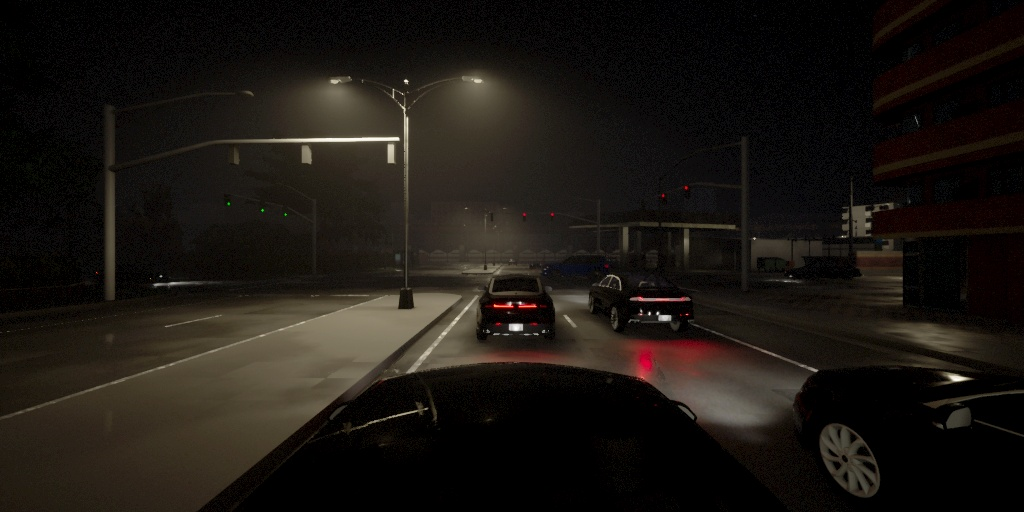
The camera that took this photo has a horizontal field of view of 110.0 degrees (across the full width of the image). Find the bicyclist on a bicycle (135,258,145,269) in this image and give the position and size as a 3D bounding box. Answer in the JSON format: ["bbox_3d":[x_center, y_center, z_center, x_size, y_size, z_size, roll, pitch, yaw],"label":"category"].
[{"bbox_3d":[-38.217,1.051,36.720,0.582,1.620,1.656,0,0,0],"label":"bicyclist on a bicycle"}]

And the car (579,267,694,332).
[{"bbox_3d":[3.605,1.241,10.833,2.128,1.511,4.902,0,0,0],"label":"car"}]

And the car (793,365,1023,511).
[{"bbox_3d":[3.600,1.255,1.425,1.837,1.490,4.892,0,0,0],"label":"car"}]

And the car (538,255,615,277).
[{"bbox_3d":[5.215,0.972,29.716,5.566,2.045,2.150,0,0,0],"label":"car"}]

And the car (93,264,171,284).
[{"bbox_3d":[-27.753,1.312,26.298,4.181,1.385,1.994,0,0,0],"label":"car"}]

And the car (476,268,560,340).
[{"bbox_3d":[0.098,1.254,9.979,1.837,1.490,4.892,0,0,0],"label":"car"}]

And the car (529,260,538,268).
[{"bbox_3d":[3.707,1.347,56.794,1.895,1.301,4.718,0,0,0],"label":"car"}]

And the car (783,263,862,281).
[{"bbox_3d":[25.922,1.296,29.955,5.357,1.411,2.033,0,0,-1],"label":"car"}]
